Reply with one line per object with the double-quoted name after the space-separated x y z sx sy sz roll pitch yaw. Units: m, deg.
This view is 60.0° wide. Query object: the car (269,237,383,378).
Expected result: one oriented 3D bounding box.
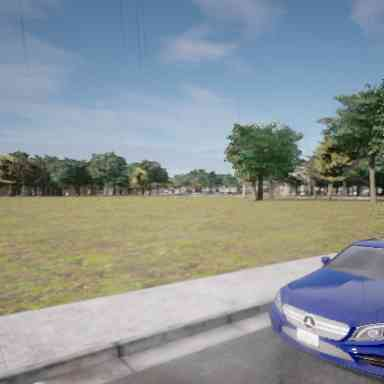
3.315 1.521 5.435 4.674 1.442 1.812 0 0 -35 "car"
